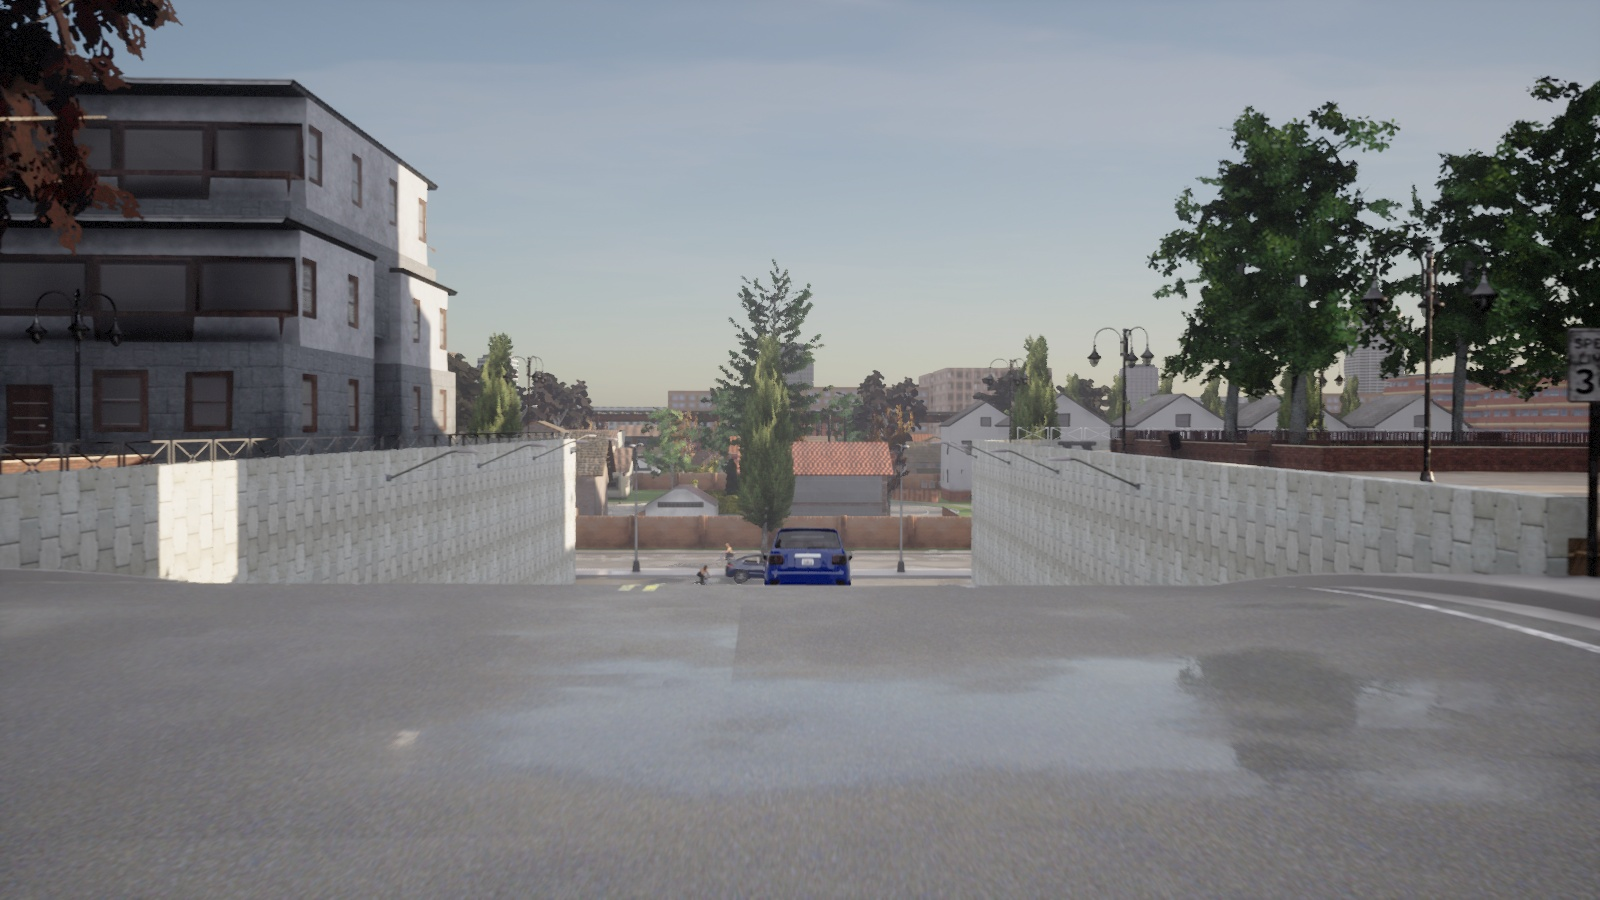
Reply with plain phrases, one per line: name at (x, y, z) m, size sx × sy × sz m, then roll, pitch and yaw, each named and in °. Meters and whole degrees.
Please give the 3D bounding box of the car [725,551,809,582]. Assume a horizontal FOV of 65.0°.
car at (-1.974, 7.022, 76.009) m, size 5.027 × 1.651 × 2.152 m, roll 0°, pitch 1°, yaw -1°

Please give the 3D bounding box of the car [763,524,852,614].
car at (0.192, 3.228, 33.165) m, size 2.150 × 2.045 × 5.566 m, roll 0°, pitch -9°, yaw 0°
